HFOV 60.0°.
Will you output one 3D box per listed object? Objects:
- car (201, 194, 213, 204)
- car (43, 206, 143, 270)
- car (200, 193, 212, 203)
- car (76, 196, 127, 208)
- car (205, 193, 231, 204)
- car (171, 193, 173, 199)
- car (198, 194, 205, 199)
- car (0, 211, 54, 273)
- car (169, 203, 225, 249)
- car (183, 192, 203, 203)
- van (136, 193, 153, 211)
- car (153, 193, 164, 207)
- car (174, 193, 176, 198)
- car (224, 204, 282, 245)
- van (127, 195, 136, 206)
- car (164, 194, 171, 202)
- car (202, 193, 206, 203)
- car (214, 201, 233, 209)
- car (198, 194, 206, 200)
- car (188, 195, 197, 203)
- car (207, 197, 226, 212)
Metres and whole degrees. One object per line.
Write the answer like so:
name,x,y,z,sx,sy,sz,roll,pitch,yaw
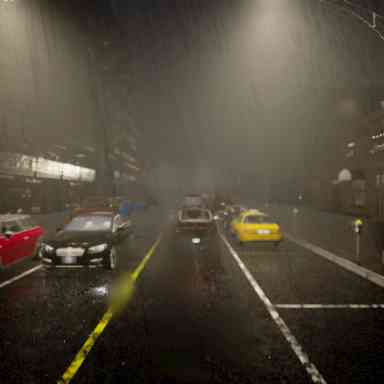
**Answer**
car,2.681,1.200,58.971,1.967,1.590,4.097,0,0,0
car,-3.103,1.439,10.842,2.128,1.511,4.902,0,0,0
car,2.680,1.056,64.511,2.192,1.841,5.009,0,0,0
car,-5.692,1.221,20.193,2.192,1.841,5.009,0,0,0
car,2.686,1.174,31.273,2.192,1.841,5.009,0,0,0
car,-5.702,1.275,70.048,2.008,1.369,4.403,0,0,0
car,2.673,1.238,92.204,1.947,1.339,4.313,0,0,0
car,-5.690,1.396,9.115,1.967,1.590,4.097,0,0,0
car,0.093,1.438,14.075,1.837,1.490,4.892,0,0,-1
car,0.093,1.039,42.963,2.150,2.045,5.566,0,0,0
van,-5.696,1.179,36.811,1.690,1.788,3.998,0,0,0
car,-5.698,1.114,47.889,2.192,1.841,5.009,0,0,0
car,-5.707,1.124,86.664,1.967,1.590,4.097,0,0,0
car,2.689,1.455,14.827,1.752,1.417,4.829,0,0,0
van,-5.693,1.223,25.733,1.690,1.788,3.998,0,0,0
car,-5.701,1.308,64.510,1.947,1.339,4.313,0,0,0
car,2.684,1.258,42.352,1.967,1.590,4.097,0,0,0
car,2.687,1.456,20.196,2.008,1.369,4.403,0,0,0
car,2.674,1.235,86.665,2.008,1.369,4.403,0,0,0
car,0.088,1.269,64.028,1.812,1.442,4.674,0,0,0
car,2.684,1.362,36.983,1.752,1.417,4.829,0,0,0
